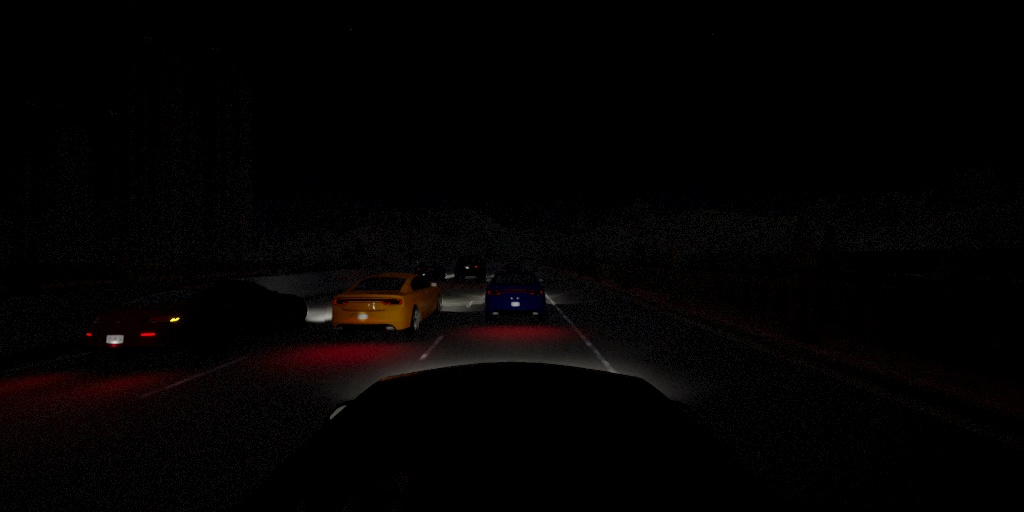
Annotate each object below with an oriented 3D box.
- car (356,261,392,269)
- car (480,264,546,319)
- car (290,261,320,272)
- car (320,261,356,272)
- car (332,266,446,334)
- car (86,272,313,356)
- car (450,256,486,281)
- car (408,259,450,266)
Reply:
[{"bbox_3d":[-14.088,1.251,37.565,1.882,1.535,5.008,0,0,0],"label":"car"},{"bbox_3d":[0.100,1.232,12.782,1.882,1.535,5.008,0,0,0],"label":"car"},{"bbox_3d":[-21.085,1.252,37.580,1.882,1.535,5.008,0,0,0],"label":"car"},{"bbox_3d":[-17.587,1.252,37.582,1.882,1.535,5.008,0,0,0],"label":"car"},{"bbox_3d":[-3.400,1.232,10.657,1.882,1.535,5.008,0,0,0],"label":"car"},{"bbox_3d":[-6.900,1.279,8.537,1.812,1.442,4.674,0,0,0],"label":"car"},{"bbox_3d":[-3.398,0.986,29.854,2.150,2.045,5.566,0,0,0],"label":"car"},{"bbox_3d":[-6.898,1.257,30.459,2.128,1.511,4.902,0,0,0],"label":"car"}]
